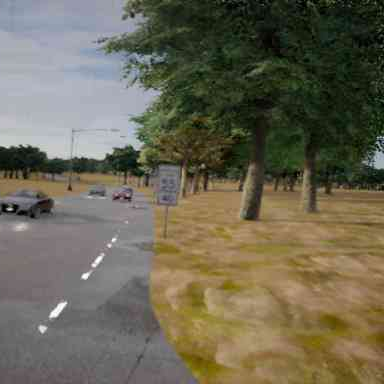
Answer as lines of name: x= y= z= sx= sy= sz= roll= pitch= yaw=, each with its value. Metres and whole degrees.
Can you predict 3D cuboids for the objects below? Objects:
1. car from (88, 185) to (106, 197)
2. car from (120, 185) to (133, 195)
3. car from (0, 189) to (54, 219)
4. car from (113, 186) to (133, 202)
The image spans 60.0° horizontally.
car: x=-12.416 y=-0.203 z=43.655 sx=1.837 sy=1.490 sz=4.892 roll=5 pitch=0 yaw=-9
car: x=-11.076 y=-0.340 z=56.443 sx=1.882 sy=1.535 sz=5.008 roll=4 pitch=1 yaw=-11
car: x=-8.849 y=0.555 z=17.765 sx=1.994 sy=1.385 sz=4.181 roll=5 pitch=1 yaw=-7
car: x=-7.800 y=0.325 z=37.643 sx=1.895 sy=1.301 sz=4.718 roll=4 pitch=1 yaw=-9
